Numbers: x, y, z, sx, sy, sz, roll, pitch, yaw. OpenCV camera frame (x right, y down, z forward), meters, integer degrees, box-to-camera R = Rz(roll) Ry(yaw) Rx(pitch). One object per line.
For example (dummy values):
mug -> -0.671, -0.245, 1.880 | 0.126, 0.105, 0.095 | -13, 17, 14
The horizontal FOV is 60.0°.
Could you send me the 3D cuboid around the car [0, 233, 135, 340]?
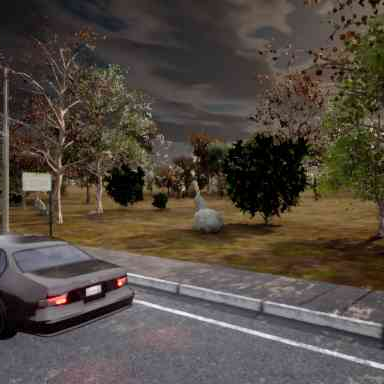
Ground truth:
car -> -3.542, 1.547, 6.530 | 5.357, 1.411, 2.033 | 0, 0, 36
